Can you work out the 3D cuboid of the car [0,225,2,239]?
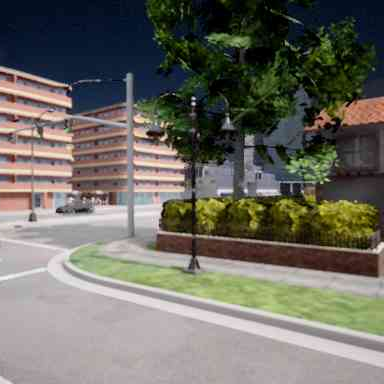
[{"bbox_3d":[-10.748,1.611,13.961,1.882,1.535,5.008,-1,0,36],"label":"car"}]

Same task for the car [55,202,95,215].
[{"bbox_3d":[-12.888,1.805,36.740,1.994,1.385,4.181,-1,0,36],"label":"car"}]
